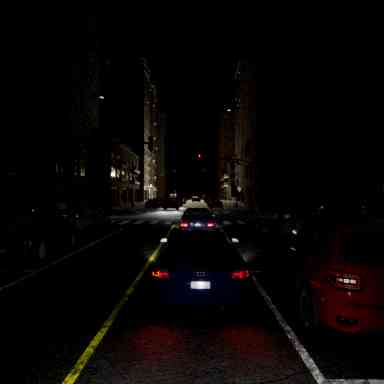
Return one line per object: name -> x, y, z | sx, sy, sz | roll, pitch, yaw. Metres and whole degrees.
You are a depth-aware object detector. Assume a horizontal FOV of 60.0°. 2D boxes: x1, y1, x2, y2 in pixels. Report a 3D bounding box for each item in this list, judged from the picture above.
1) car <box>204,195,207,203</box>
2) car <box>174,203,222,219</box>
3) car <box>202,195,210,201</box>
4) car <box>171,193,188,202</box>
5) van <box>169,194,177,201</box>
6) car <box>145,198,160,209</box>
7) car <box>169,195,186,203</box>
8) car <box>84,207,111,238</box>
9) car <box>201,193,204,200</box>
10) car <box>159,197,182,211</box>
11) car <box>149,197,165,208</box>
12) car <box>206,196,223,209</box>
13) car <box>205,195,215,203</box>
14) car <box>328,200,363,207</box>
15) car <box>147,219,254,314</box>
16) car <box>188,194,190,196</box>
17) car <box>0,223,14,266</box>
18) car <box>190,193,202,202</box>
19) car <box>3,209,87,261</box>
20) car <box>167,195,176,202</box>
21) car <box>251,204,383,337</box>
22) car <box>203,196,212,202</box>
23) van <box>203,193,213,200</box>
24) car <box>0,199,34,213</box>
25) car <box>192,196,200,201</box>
car -> 3.379, 1.596, 56.199 | 1.802, 1.307, 4.206 | 1, 0, 1
car -> 0.269, 1.551, 17.776 | 2.033, 1.411, 5.357 | 0, 0, 0
car -> 3.810, 1.598, 90.236 | 1.947, 1.339, 4.313 | 1, 0, 1
car -> -2.283, 1.368, 62.248 | 2.097, 1.767, 4.553 | 0, 0, 1
van -> -4.784, 1.370, 84.677 | 1.690, 1.788, 3.998 | 1, 0, 1
car -> -5.289, 1.555, 44.970 | 1.887, 1.381, 4.507 | 1, 0, 1
car -> -2.438, 1.613, 52.261 | 1.895, 1.301, 4.718 | 0, 0, 1
car -> -5.634, 1.529, 17.782 | 1.752, 1.417, 4.829 | 1, 0, 1
car -> 3.525, 1.334, 67.545 | 2.192, 1.841, 5.009 | 1, 0, 1
car -> -2.578, 1.610, 41.697 | 1.895, 1.301, 4.718 | 0, 0, 1
car -> -5.218, 1.556, 50.642 | 1.887, 1.381, 4.507 | 1, 0, 1
car -> 3.235, 1.592, 44.853 | 1.802, 1.307, 4.206 | 1, 0, 1
car -> 3.307, 1.594, 50.526 | 1.802, 1.307, 4.206 | 1, 0, 1
car -> 13.988, 1.502, 31.920 | 4.553, 1.767, 2.097 | 0, -1, 1
car -> 0.175, 1.566, 7.712 | 1.994, 1.385, 4.181 | 0, 0, 1
car -> -2.085, 1.561, 72.847 | 2.033, 1.411, 5.357 | 0, 0, 1
car -> -5.776, 1.527, 6.534 | 1.752, 1.417, 4.829 | 1, 0, 1
car -> 0.944, 1.563, 74.229 | 2.033, 1.411, 5.357 | 0, 0, 1
car -> -5.703, 1.547, 12.328 | 1.887, 1.381, 4.507 | 1, 0, 1
car -> -4.857, 1.465, 79.004 | 1.967, 1.590, 4.097 | 1, 0, 1
car -> 2.753, 1.316, 6.587 | 2.192, 1.841, 5.009 | 1, 0, 1
car -> 3.666, 1.607, 78.890 | 1.802, 1.307, 4.206 | 1, 0, 1
van -> 3.453, 1.357, 61.872 | 1.690, 1.788, 3.998 | 1, 0, 1
car -> -16.425, 1.341, 29.272 | 4.902, 1.511, 2.128 | 1, -1, 1
car -> 1.068, 1.624, 84.928 | 1.895, 1.301, 4.718 | 0, 0, 1
